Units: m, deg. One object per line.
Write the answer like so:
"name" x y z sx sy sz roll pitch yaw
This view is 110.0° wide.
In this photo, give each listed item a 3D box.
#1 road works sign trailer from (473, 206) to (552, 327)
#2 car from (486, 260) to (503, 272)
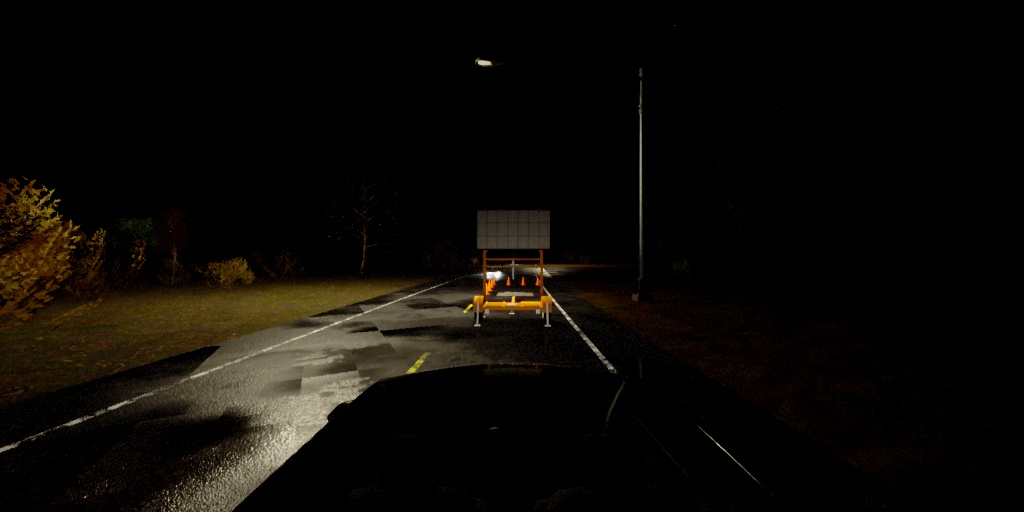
"road works sign trailer" 0.039 0.213 11.580 2.380 3.560 2.880 0 0 1
"car" -2.279 1.233 46.919 2.128 1.511 4.902 0 0 3
